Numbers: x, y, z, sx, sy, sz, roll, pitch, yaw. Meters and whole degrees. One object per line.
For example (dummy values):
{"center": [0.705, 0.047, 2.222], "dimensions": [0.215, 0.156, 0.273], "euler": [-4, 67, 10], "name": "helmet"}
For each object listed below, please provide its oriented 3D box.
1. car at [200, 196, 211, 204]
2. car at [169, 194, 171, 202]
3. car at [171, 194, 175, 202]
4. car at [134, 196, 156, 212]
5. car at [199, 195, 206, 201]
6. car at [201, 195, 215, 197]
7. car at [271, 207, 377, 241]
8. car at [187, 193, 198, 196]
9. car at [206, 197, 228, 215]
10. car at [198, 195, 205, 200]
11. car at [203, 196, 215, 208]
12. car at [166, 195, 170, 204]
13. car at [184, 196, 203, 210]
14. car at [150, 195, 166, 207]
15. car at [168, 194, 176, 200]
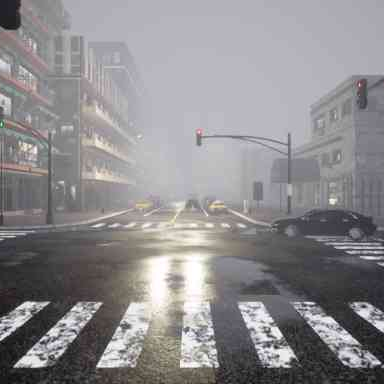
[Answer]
{"center": [2.688, 1.612, 67.066], "dimensions": [2.008, 1.369, 4.403], "euler": [0, 0, 0], "name": "car"}
{"center": [-5.692, 1.587, 66.895], "dimensions": [1.752, 1.417, 4.829], "euler": [0, 0, 0], "name": "car"}
{"center": [-5.693, 1.628, 78.144], "dimensions": [1.887, 1.381, 4.507], "euler": [0, 0, 0], "name": "car"}
{"center": [-5.691, 1.549, 39.199], "dimensions": [1.752, 1.417, 4.829], "euler": [0, 0, 0], "name": "car"}
{"center": [2.687, 1.632, 89.393], "dimensions": [1.752, 1.417, 4.829], "euler": [0, 0, 0], "name": "car"}
{"center": [2.690, 1.351, 50.449], "dimensions": [2.192, 1.841, 5.009], "euler": [0, 0, 0], "name": "car"}
{"center": [6.427, 1.544, 16.538], "dimensions": [4.892, 1.490, 1.837], "euler": [0, 0, 12], "name": "car"}
{"center": [0.095, 1.289, 70.133], "dimensions": [2.150, 2.045, 5.566], "euler": [0, 0, 0], "name": "car"}
{"center": [2.691, 1.544, 34.001], "dimensions": [1.752, 1.417, 4.829], "euler": [0, 0, 0], "name": "car"}
{"center": [2.686, 1.670, 94.762], "dimensions": [2.008, 1.369, 4.403], "euler": [0, 0, 0], "name": "car"}
{"center": [2.690, 1.611, 44.910], "dimensions": [1.802, 1.307, 4.206], "euler": [0, 0, 0], "name": "car"}
{"center": [-5.692, 1.603, 61.526], "dimensions": [2.008, 1.369, 4.403], "euler": [0, 0, 0], "name": "car"}
{"center": [0.091, 1.553, 42.967], "dimensions": [1.812, 1.442, 4.674], "euler": [0, 0, 0], "name": "car"}
{"center": [-5.690, 1.351, 50.448], "dimensions": [2.192, 1.841, 5.009], "euler": [0, 0, 0], "name": "car"}
{"center": [-5.694, 1.434, 94.762], "dimensions": [2.192, 1.841, 5.009], "euler": [0, 0, 0], "name": "car"}
